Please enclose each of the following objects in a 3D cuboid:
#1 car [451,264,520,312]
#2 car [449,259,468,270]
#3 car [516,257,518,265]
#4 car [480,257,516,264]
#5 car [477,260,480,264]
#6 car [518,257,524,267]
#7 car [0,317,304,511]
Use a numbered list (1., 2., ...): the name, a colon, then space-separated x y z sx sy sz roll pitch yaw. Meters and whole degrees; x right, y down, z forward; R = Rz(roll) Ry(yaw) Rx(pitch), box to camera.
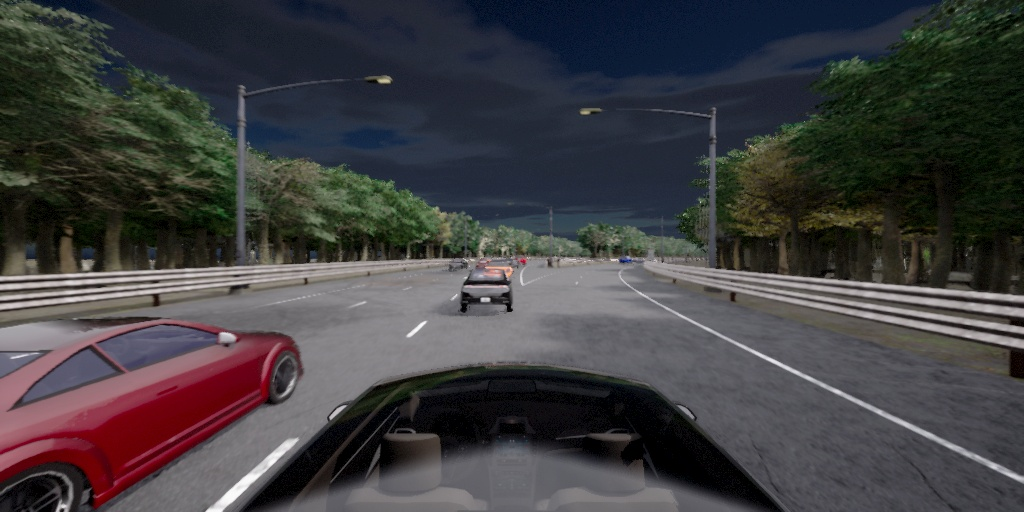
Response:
1. car: -0.921 1.233 14.261 2.128 1.511 4.902 0 0 -1
2. car: -7.211 1.159 48.676 2.128 1.511 4.902 0 0 4
3. car: -0.611 1.180 41.835 1.882 1.535 5.008 0 0 2
4. car: -0.988 1.071 27.365 2.097 1.767 4.553 0 0 1
5. car: -3.737 1.208 48.471 1.812 1.442 4.674 0 0 4
6. car: 0.263 1.233 56.707 2.033 1.411 5.357 0 0 5
7. car: -4.011 1.294 3.583 1.994 1.385 4.181 0 0 -2
